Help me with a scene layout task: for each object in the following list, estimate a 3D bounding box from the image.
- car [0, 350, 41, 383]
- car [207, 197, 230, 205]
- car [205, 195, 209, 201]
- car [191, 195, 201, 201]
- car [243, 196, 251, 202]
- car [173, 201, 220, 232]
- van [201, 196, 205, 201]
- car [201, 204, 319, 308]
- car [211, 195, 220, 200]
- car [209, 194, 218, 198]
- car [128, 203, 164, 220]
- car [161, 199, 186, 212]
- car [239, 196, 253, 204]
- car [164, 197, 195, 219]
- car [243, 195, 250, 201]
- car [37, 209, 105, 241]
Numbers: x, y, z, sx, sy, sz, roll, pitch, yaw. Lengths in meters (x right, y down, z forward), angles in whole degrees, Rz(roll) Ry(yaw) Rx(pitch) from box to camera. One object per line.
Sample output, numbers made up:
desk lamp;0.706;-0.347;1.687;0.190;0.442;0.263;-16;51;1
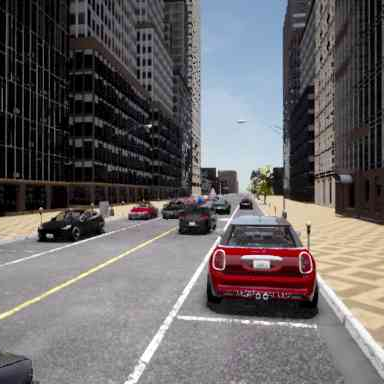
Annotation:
car;-2.680;1.546;0.711;2.033;1.411;5.357;0;0;10
car;3.018;1.550;34.874;1.994;1.385;4.181;0;0;10
car;1.621;1.546;61.653;1.802;1.307;4.206;0;0;9
car;-0.252;1.518;50.423;1.887;1.381;4.507;0;0;9
car;12.694;1.529;77.103;1.802;1.307;4.206;0;0;9
car;0.404;1.520;19.790;1.812;1.442;4.674;0;0;9
van;0.685;1.310;56.038;1.690;1.788;3.998;0;0;9
car;1.628;1.352;8.204;2.097;1.767;4.553;0;0;9
car;6.303;1.497;89.726;1.947;1.339;4.313;0;0;9
car;4.431;1.385;78.496;1.967;1.590;4.097;0;0;9
car;-3.998;1.571;27.963;1.802;1.307;4.206;0;0;9
car;-2.125;1.533;39.194;2.008;1.369;4.403;0;0;9
car;7.076;1.546;43.417;1.947;1.339;4.313;0;0;9
car;-1.250;1.494;28.701;1.837;1.490;4.892;0;0;10
car;13.659;1.466;82.886;1.752;1.417;4.829;0;0;9
car;-5.871;1.561;16.736;1.947;1.339;4.313;0;0;9
